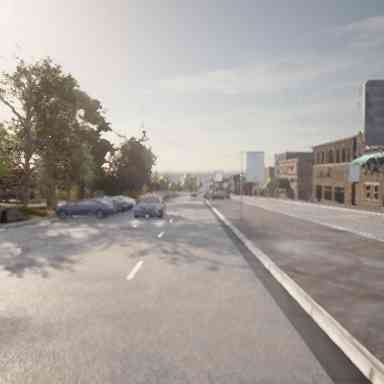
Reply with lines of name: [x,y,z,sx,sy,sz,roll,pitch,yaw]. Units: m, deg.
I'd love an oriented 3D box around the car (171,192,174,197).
car: [-7.808,0.879,86.336,4.674,1.452,2.002,0,0,0]

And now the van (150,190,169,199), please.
van: [-7.954,0.611,80.765,4.442,1.987,1.878,0,0,0]

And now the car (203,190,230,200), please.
car: [5.167,0.882,66.742,4.892,1.521,2.231,0,0,0]

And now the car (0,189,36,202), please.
car: [-25.976,0.399,48.998,5.566,2.045,2.150,1,3,0]

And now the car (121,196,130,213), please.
car: [-8.153,1.208,29.155,4.892,1.521,2.231,0,1,0]

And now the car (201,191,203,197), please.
car: [5.150,0.615,69.542,5.566,2.045,2.435,0,0,0]

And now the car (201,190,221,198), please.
car: [5.278,0.597,94.771,5.566,2.045,2.435,0,0,0]

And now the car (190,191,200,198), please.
car: [0.541,0.848,89.782,1.837,1.490,4.892,0,0,0]

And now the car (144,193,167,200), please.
car: [-7.887,0.890,72.416,4.674,1.452,2.002,0,0,0]

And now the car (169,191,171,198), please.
car: [-7.821,0.713,77.983,4.553,1.767,2.185,0,0,0]

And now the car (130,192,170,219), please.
car: [-3.174,1.111,25.933,2.097,1.767,4.553,0,1,1]

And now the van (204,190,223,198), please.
van: [5.372,0.618,83.556,4.442,1.987,1.878,0,0,0]

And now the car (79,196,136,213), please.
car: [-8.143,1.176,32.428,5.008,1.535,2.097,0,1,0]

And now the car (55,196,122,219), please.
car: [-8.176,1.277,25.880,4.674,1.452,2.002,0,1,0]

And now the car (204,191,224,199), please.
car: [5.274,0.717,80.753,4.553,1.767,2.185,0,0,0]

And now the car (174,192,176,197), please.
car: [-7.780,0.841,91.907,5.008,1.535,2.097,0,0,0]

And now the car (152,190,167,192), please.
car: [-7.931,0.891,64.060,5.008,1.535,2.097,0,0,0]

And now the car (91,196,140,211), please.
car: [-8.115,1.188,35.577,4.674,1.452,2.002,0,1,0]
